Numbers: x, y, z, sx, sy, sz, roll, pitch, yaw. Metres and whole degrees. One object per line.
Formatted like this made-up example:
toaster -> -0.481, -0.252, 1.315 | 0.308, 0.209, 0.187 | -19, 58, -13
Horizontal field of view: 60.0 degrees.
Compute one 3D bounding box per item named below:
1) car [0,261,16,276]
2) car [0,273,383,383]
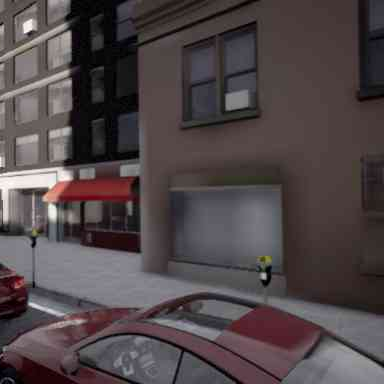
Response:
car -> -4.682, 1.657, 6.201 | 4.206, 1.307, 1.802 | -1, -1, 36
car -> -0.066, 1.599, 2.904 | 4.206, 1.307, 1.802 | -1, -1, 36
